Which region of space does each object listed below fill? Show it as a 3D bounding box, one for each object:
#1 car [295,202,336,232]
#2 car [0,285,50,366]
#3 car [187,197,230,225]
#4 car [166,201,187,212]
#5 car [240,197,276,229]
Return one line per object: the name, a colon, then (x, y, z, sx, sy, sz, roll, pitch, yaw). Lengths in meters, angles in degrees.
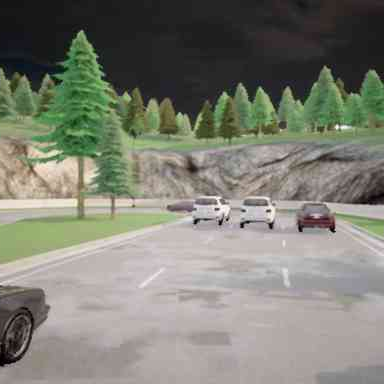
car: (7.746, 1.473, 21.264, 2.097, 1.767, 4.553, 0, 0, 15)
car: (-3.270, 1.561, 2.832, 2.033, 1.411, 5.357, 0, 0, 2)
car: (1.550, 1.360, 25.475, 2.150, 2.045, 5.566, 0, 0, 14)
car: (-1.124, 1.784, 41.217, 4.181, 1.385, 1.994, 0, -1, 31)
car: (4.640, 1.351, 23.285, 2.150, 2.045, 5.566, 0, 0, 15)
